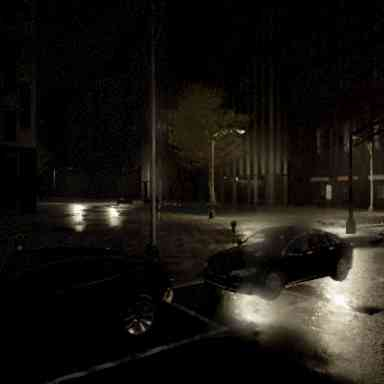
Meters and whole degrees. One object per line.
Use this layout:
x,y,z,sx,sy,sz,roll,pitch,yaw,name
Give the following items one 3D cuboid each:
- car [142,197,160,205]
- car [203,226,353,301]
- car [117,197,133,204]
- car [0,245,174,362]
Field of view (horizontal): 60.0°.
-8.140,1.711,65.408,1.837,1.490,4.892,0,0,-36,car
2.284,1.565,8.284,4.403,1.369,2.008,0,0,-36,car
-13.742,1.795,67.641,1.994,1.385,4.181,0,0,-36,car
-2.304,1.568,5.009,4.313,1.339,1.947,0,0,-36,car
